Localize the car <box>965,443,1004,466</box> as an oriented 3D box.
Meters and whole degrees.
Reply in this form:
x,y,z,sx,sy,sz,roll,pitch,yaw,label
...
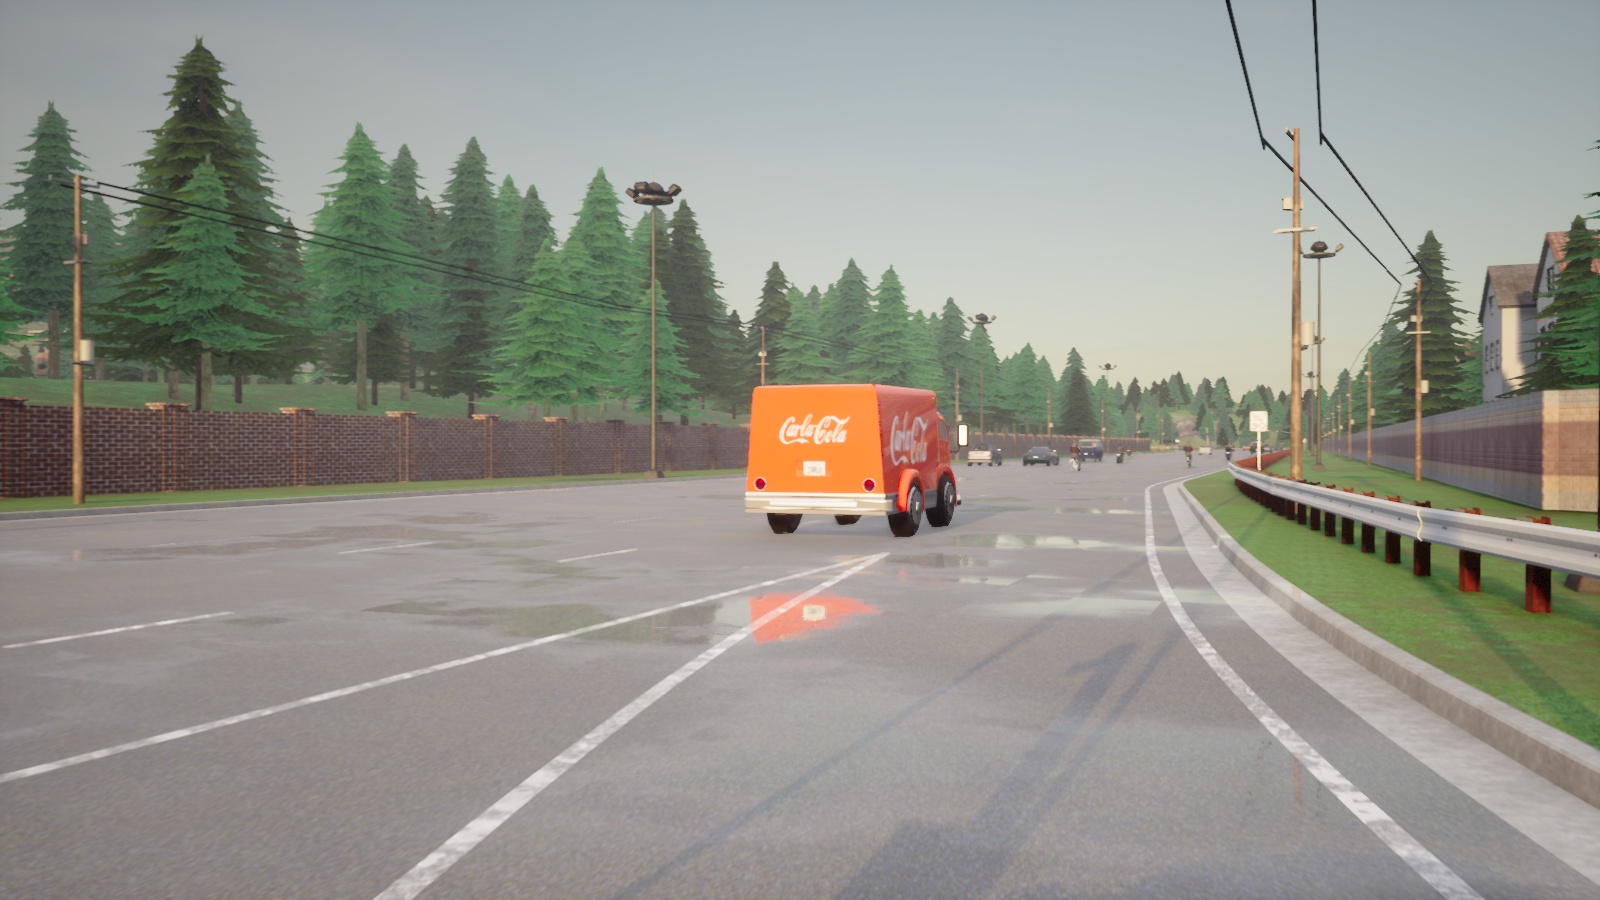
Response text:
x,y,z,sx,sy,sz,roll,pitch,yaw,label
12.972,0.302,88.192,1.851,1.617,3.988,0,0,22,car

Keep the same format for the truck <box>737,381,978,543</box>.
x,y,z,sx,sy,sz,roll,pitch,yaw,label
1.186,0.172,21.962,2.627,2.467,5.204,0,0,22,truck

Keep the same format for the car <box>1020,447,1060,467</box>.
x,y,z,sx,sy,sz,roll,pitch,yaw,label
17.015,0.469,88.848,1.994,1.385,4.181,0,0,22,car
